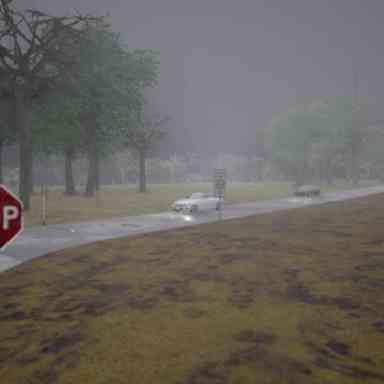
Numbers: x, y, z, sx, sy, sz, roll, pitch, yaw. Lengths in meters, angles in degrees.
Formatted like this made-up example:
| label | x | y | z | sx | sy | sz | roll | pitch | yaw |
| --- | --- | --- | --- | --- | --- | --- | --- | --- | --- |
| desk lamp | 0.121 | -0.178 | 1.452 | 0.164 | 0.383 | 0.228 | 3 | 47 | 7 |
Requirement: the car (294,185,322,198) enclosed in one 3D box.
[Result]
| label | x | y | z | sx | sy | sz | roll | pitch | yaw |
| --- | --- | --- | --- | --- | --- | --- | --- | --- | --- |
| car | 14.279 | -0.090 | 40.784 | 1.882 | 1.535 | 5.008 | 1 | 3 | 42 |

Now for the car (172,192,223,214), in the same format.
| label | x | y | z | sx | sy | sz | roll | pitch | yaw |
| --- | --- | --- | --- | --- | --- | --- | --- | --- | --- |
| car | 0.519 | 0.779 | 25.491 | 1.812 | 1.442 | 4.674 | 1 | 3 | 42 |
